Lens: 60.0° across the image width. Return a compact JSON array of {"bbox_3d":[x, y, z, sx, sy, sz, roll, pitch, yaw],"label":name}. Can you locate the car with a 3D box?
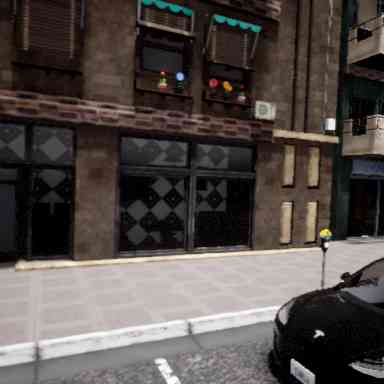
[{"bbox_3d":[3.120,1.516,4.240,4.313,1.339,1.947,1,2,-24],"label":"car"}]
